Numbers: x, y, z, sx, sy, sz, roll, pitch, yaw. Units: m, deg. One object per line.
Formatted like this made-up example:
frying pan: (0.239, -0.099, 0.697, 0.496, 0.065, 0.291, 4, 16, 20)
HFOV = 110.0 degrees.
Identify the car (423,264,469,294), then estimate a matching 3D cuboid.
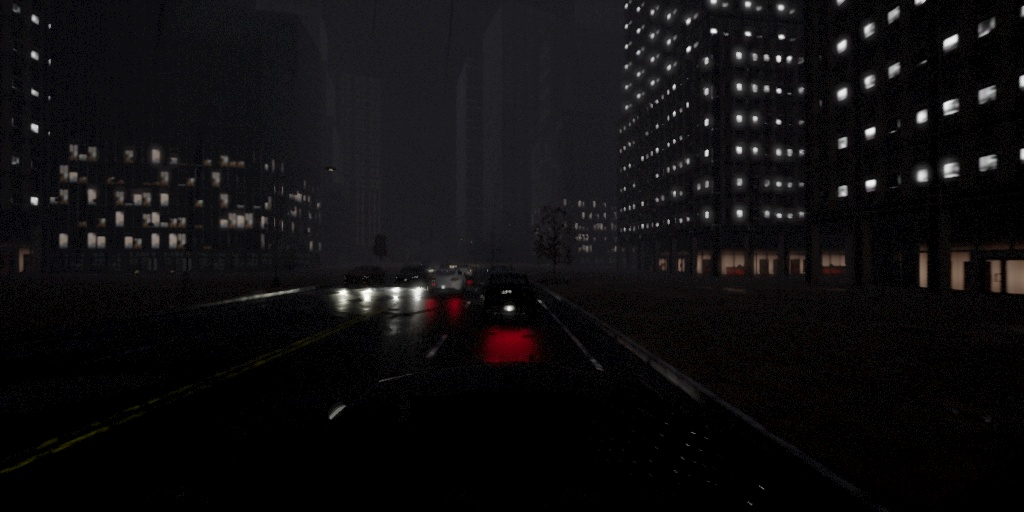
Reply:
car: (-3.749, 1.418, 21.222, 1.812, 1.442, 4.674, 0, 0, -3)

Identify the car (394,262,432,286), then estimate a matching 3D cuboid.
car: (-7.593, 1.444, 27.346, 1.837, 1.490, 4.892, 0, 0, -4)

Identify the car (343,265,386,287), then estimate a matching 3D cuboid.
car: (-10.791, 1.415, 26.545, 1.882, 1.535, 5.008, 0, 0, -4)

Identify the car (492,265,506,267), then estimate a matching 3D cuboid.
car: (-1.114, 1.502, 30.653, 2.033, 1.411, 5.357, 0, 0, -5)

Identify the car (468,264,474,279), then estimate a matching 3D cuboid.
car: (-4.939, 1.527, 36.823, 1.812, 1.442, 4.674, 0, 0, -5)

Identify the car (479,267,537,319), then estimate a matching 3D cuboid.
car: (-0.152, 1.337, 13.196, 1.837, 1.490, 4.892, 0, 0, -2)
